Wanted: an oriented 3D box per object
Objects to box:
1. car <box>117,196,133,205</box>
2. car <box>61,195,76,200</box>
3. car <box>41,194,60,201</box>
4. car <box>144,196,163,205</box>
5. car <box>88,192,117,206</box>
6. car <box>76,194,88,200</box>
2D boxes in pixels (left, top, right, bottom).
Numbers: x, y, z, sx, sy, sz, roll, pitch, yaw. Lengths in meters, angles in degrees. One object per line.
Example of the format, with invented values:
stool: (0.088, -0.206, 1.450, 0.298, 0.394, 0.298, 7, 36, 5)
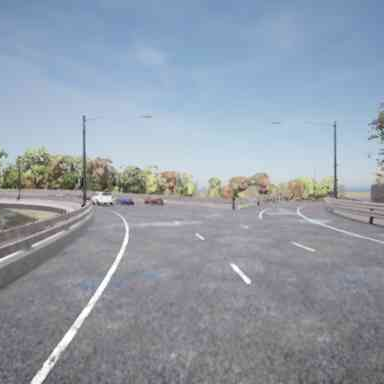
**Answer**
car: (-10.900, 1.353, 53.247, 1.994, 1.385, 4.181, 0, 0, -29)
car: (-29.360, 1.327, 77.280, 4.181, 1.385, 1.994, 0, 0, 44)
car: (-32.516, 1.302, 75.488, 4.892, 1.490, 1.837, 0, 0, 44)
car: (-5.950, 1.295, 51.526, 1.812, 1.442, 4.674, 0, 0, -27)
car: (-14.040, 1.035, 51.870, 2.150, 2.045, 5.566, 0, 0, -30)
car: (-25.746, 1.286, 78.592, 5.357, 1.411, 2.033, 0, 0, 44)
